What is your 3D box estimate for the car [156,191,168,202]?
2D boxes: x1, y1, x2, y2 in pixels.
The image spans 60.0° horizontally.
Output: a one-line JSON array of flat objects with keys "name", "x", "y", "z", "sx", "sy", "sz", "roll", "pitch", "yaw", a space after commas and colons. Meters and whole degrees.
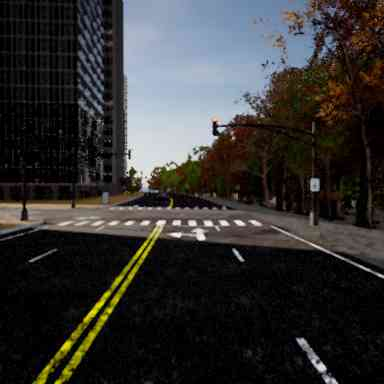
[{"name": "car", "x": -4.974, "y": 0.949, "z": 55.739, "sx": 1.895, "sy": 1.301, "sz": 4.718, "roll": 0, "pitch": 1, "yaw": -4}]

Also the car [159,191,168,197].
[{"name": "car", "x": -7.091, "y": 0.537, "z": 83.409, "sx": 2.128, "sy": 1.511, "sz": 4.902, "roll": 0, "pitch": 1, "yaw": -5}]
